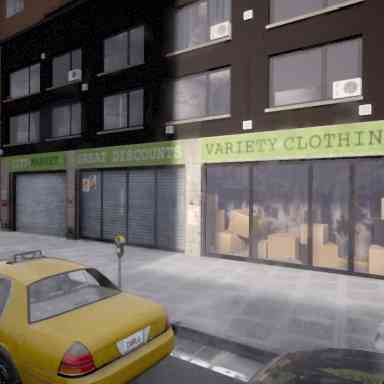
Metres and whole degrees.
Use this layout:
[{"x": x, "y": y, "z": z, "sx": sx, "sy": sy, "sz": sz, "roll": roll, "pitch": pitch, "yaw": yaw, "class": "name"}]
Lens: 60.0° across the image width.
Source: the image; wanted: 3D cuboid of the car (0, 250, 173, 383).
[{"x": -2.510, "y": 1.524, "z": 4.801, "sx": 4.829, "sy": 1.417, "sz": 1.752, "roll": 0, "pitch": 1, "yaw": 35, "class": "car"}]

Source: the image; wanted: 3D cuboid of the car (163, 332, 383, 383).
[{"x": 2.229, "y": 1.551, "z": 1.534, "sx": 4.403, "sy": 1.369, "sz": 2.008, "roll": 0, "pitch": 1, "yaw": 35, "class": "car"}]
